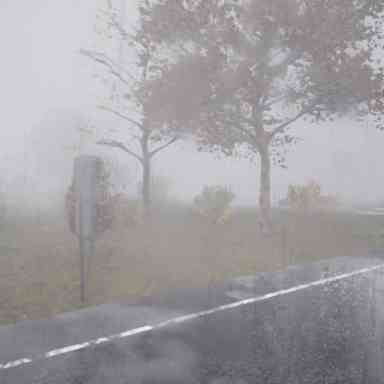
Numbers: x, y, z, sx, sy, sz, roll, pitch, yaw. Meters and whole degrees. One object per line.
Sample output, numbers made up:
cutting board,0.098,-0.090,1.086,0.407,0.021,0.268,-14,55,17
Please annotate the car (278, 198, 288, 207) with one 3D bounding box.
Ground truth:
car,13.574,1.311,44.164,1.994,1.385,4.181,-1,1,-35

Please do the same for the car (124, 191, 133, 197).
car,-17.607,0.581,91.408,1.812,1.442,4.674,-1,1,-28
